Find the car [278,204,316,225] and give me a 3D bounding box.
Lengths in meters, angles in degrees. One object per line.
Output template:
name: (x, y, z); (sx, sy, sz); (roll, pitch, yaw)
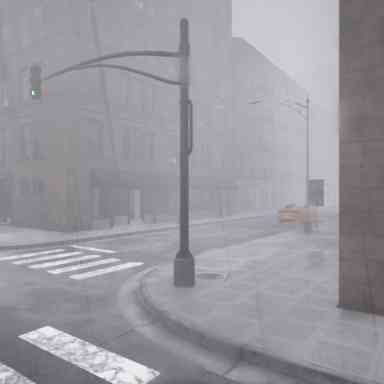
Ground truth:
car: (8.338, 1.644, 26.030); (1.882, 1.535, 5.008); (0, 0, 35)
